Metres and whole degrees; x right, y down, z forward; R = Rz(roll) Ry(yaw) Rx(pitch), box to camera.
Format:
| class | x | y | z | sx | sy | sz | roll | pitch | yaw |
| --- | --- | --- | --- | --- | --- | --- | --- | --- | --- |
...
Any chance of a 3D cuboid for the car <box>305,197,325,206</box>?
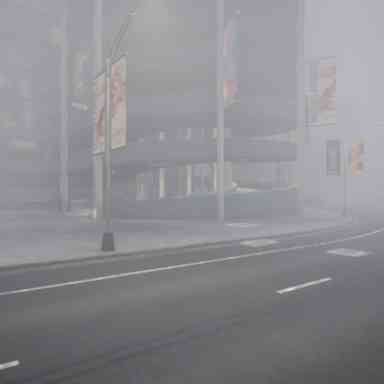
| class | x | y | z | sx | sy | sz | roll | pitch | yaw |
| --- | --- | --- | --- | --- | --- | --- | --- | --- | --- |
| car | 20.202 | 1.553 | 56.051 | 1.994 | 1.385 | 4.181 | 0 | 0 | -24 |

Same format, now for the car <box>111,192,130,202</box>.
| class | x | y | z | sx | sy | sz | roll | pitch | yaw |
| --- | --- | --- | --- | --- | --- | --- | --- | --- | --- |
| car | -13.595 | 1.027 | 62.053 | 2.435 | 2.045 | 5.566 | 0 | 0 | -36 |

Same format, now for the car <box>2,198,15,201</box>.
| class | x | y | z | sx | sy | sz | roll | pitch | yaw |
| --- | --- | --- | --- | --- | --- | --- | --- | --- | --- |
| car | -28.119 | 1.467 | 50.566 | 1.895 | 1.301 | 4.718 | 0 | 0 | -36 |
